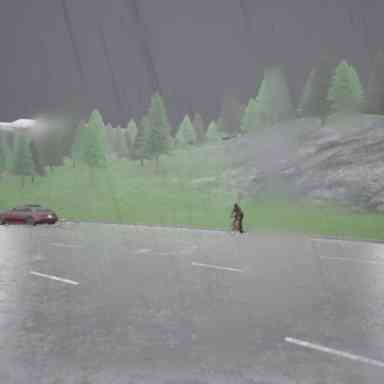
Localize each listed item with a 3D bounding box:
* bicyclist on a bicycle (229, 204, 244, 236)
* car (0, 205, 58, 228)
[{"bbox_3d":[2.300,1.409,16.901,0.582,1.620,1.656,1,0,35],"label":"bicyclist on a bicycle"},{"bbox_3d":[-11.068,1.550,22.215,4.181,1.385,1.994,0,0,21],"label":"car"}]
